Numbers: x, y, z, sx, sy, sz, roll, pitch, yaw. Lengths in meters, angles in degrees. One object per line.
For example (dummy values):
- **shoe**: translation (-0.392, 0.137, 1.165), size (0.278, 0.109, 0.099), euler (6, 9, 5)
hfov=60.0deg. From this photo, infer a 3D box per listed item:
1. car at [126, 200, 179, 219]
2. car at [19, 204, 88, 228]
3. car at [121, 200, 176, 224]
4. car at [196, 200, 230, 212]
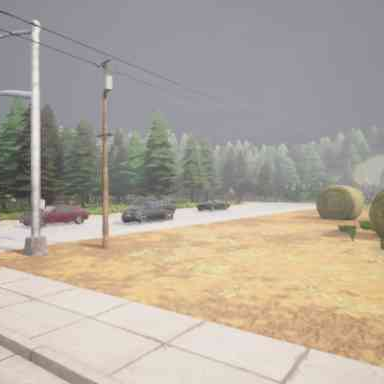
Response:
- **car**: translation (-3.564, 1.521, 30.950), size (2.128, 1.511, 4.902), euler (0, 0, 37)
- **car**: translation (-9.436, 1.578, 23.022), size (1.812, 1.442, 4.674), euler (0, 0, 37)
- **car**: translation (-3.310, 1.595, 25.144), size (1.994, 1.385, 4.181), euler (0, 0, 37)
- **car**: translation (2.495, 1.607, 39.110), size (1.895, 1.301, 4.718), euler (0, 0, 37)
